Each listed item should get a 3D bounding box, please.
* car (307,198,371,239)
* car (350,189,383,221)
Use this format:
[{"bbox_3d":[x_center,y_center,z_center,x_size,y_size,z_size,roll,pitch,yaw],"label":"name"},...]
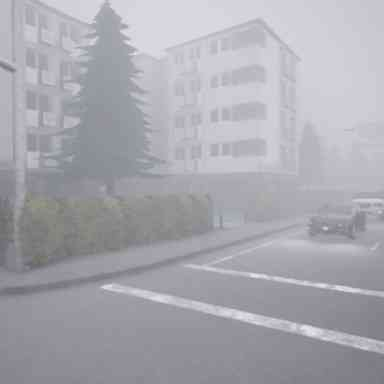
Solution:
[{"bbox_3d":[6.871,1.221,15.599,1.837,1.490,4.892,0,1,36],"label":"car"},{"bbox_3d":[12.760,0.825,23.775,2.150,2.045,5.566,0,1,36],"label":"car"}]
